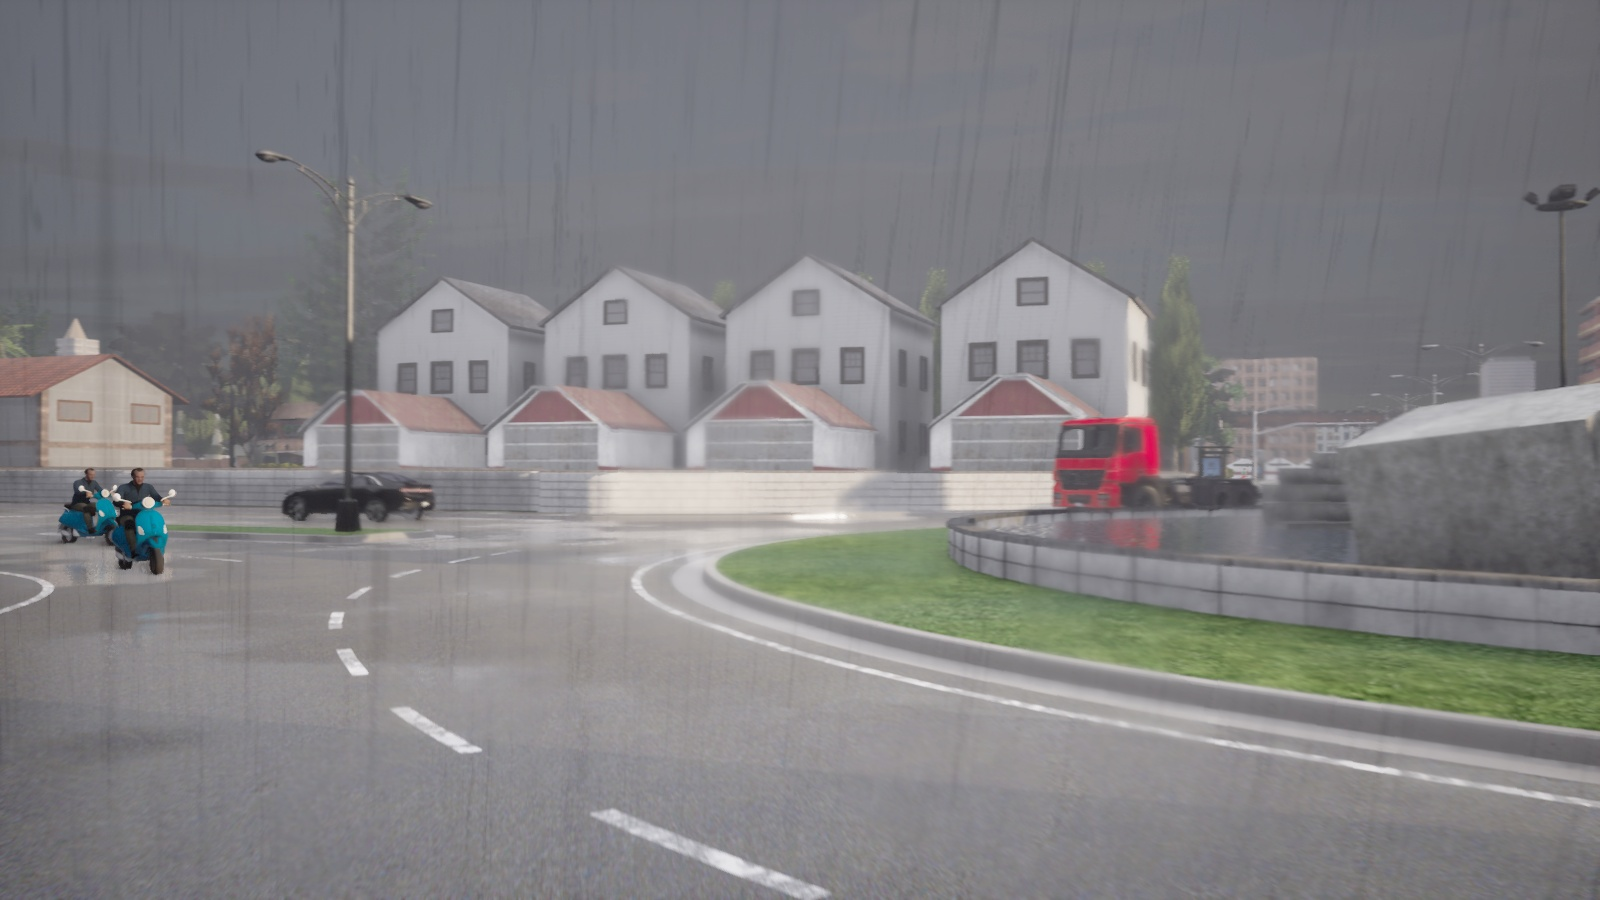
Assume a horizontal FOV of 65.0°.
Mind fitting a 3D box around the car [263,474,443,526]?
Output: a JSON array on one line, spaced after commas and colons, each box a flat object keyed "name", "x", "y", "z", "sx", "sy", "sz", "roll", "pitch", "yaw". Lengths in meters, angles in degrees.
[{"name": "car", "x": -13.542, "y": 1.486, "z": 38.061, "sx": 4.902, "sy": 1.511, "sz": 2.128, "roll": -1, "pitch": -1, "yaw": 20}]

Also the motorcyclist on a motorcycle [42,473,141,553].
[{"name": "motorcyclist on a motorcycle", "x": -14.644, "y": 1.286, "z": 25.945, "sx": 1.817, "sy": 1.590, "sz": 0.866, "roll": -1, "pitch": -1, "yaw": 24}]

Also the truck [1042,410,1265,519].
[{"name": "truck", "x": 12.300, "y": 0.493, "z": 43.424, "sx": 7.936, "sy": 3.462, "sz": 2.891, "roll": 0, "pitch": -1, "yaw": -33}]

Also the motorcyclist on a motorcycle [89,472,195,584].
[{"name": "motorcyclist on a motorcycle", "x": -9.958, "y": 1.143, "z": 18.985, "sx": 1.817, "sy": 1.590, "sz": 0.866, "roll": -1, "pitch": 0, "yaw": 44}]
